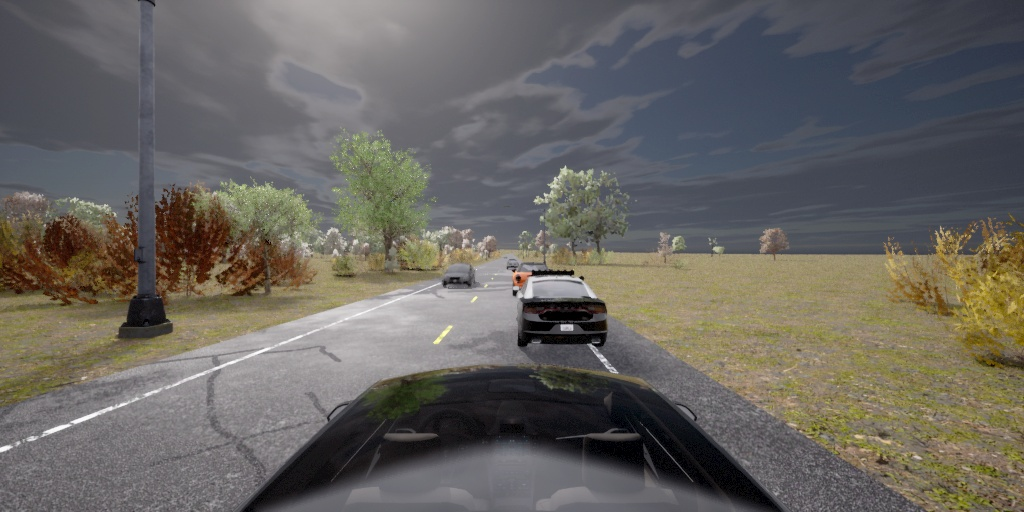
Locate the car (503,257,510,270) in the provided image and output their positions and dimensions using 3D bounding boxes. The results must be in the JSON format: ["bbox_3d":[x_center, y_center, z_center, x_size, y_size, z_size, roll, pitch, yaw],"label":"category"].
[{"bbox_3d":[0.123,1.246,52.928,2.033,1.411,5.357,0,0,0],"label":"car"}]

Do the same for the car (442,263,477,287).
[{"bbox_3d":[-3.478,1.245,24.207,1.837,1.490,4.892,0,0,0],"label":"car"}]

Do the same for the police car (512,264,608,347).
[{"bbox_3d":[1.059,1.173,9.477,1.930,1.638,5.238,0,0,0],"label":"police car"}]

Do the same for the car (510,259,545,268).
[{"bbox_3d":[1.068,1.095,19.338,2.097,1.767,4.553,0,0,0],"label":"car"}]
